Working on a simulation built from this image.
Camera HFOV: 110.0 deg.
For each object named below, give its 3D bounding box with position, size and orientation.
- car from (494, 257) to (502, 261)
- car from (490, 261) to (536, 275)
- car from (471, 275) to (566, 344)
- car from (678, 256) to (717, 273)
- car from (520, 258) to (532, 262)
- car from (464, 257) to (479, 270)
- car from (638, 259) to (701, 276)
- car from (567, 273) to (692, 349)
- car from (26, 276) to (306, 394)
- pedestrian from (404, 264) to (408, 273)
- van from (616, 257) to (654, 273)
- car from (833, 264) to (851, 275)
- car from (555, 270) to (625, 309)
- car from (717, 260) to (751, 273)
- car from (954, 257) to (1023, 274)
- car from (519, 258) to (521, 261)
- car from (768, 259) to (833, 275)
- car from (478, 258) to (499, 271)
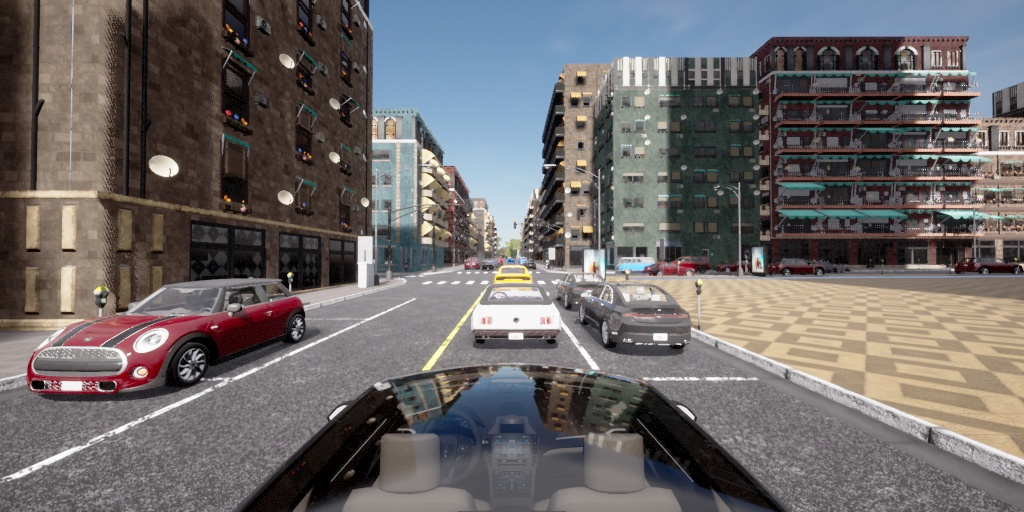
[{"bbox_3d":[-3.200,1.320,60.132,2.033,1.411,5.357,0,0,0],"label":"car"},{"bbox_3d":[0.058,1.233,19.021,1.882,1.535,5.008,0,0,0],"label":"car"},{"bbox_3d":[0.083,1.353,9.568,1.895,1.301,4.718,0,0,0],"label":"car"},{"bbox_3d":[19.223,0.978,39.554,5.009,1.841,2.192,0,0,0],"label":"car"},{"bbox_3d":[2.590,1.335,52.747,1.948,1.339,4.313,0,0,0],"label":"car"},{"bbox_3d":[-5.791,1.084,52.770,2.192,1.841,5.009,0,0,0],"label":"car"},{"bbox_3d":[13.650,1.163,31.202,4.207,1.307,1.802,0,0,0],"label":"car"},{"bbox_3d":[2.807,1.303,8.984,2.007,1.370,4.403,0,0,0],"label":"car"},{"bbox_3d":[-5.829,1.191,6.731,1.967,1.591,4.097,0,0,0],"label":"car"},{"bbox_3d":[-12.610,1.098,42.681,0.375,1.860,0.375,0,0,0],"label":"pedestrian"},{"bbox_3d":[13.695,1.046,39.583,3.998,1.789,1.690,0,0,0],"label":"van"},{"bbox_3d":[28.499,1.053,33.729,5.357,1.411,2.033,0,-1,0],"label":"car"},{"bbox_3d":[2.795,1.304,14.554,2.007,1.370,4.403,0,0,0],"label":"car"},{"bbox_3d":[24.751,1.166,39.525,4.507,1.381,1.888,0,0,0],"label":"car"},{"bbox_3d":[41.286,0.812,31.059,4.097,1.591,1.967,0,0,0],"label":"car"},{"bbox_3d":[2.579,1.353,58.317,1.802,1.307,4.207,0,0,0],"label":"car"},{"bbox_3d":[24.705,0.936,31.145,4.097,1.591,1.967,0,0,0],"label":"car"},{"bbox_3d":[-3.213,1.369,50.439,1.895,1.301,4.718,0,0,1],"label":"car"}]
